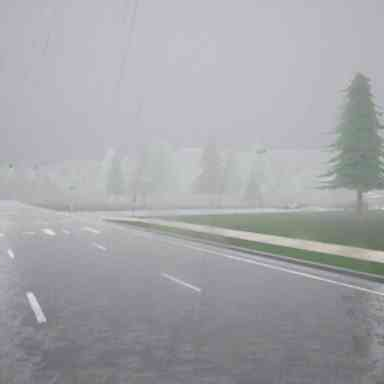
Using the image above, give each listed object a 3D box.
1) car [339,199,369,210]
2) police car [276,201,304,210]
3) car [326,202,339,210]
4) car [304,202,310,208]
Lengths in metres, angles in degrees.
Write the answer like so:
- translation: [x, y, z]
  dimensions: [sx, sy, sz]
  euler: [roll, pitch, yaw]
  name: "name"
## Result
- translation: [29.824, 2.347, 60.533]
  dimensions: [5.566, 2.045, 2.150]
  euler: [1, -1, -31]
  name: "car"
- translation: [17.665, 2.502, 61.303]
  dimensions: [4.974, 1.542, 2.038]
  euler: [1, -1, -31]
  name: "police car"
- translation: [27.681, 2.580, 63.322]
  dimensions: [4.902, 1.511, 2.128]
  euler: [1, -1, -31]
  name: "car"
- translation: [21.896, 2.661, 67.989]
  dimensions: [4.718, 1.301, 1.895]
  euler: [1, -1, -31]
  name: "car"
